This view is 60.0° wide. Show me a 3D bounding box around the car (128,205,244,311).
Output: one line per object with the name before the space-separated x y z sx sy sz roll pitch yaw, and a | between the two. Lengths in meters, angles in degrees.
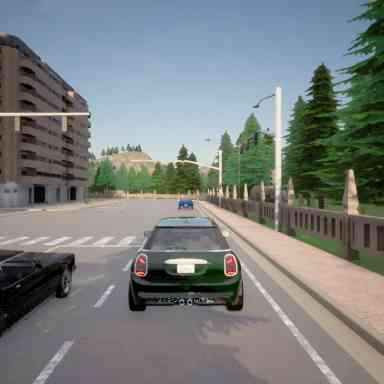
car | -0.118 1.352 7.911 2.097 1.767 4.553 0 0 0

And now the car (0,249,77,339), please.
car | -3.537 1.601 5.544 1.895 1.301 4.718 0 0 -1

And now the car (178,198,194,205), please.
car | -0.823 1.478 44.300 1.882 1.535 5.008 0 0 -1
